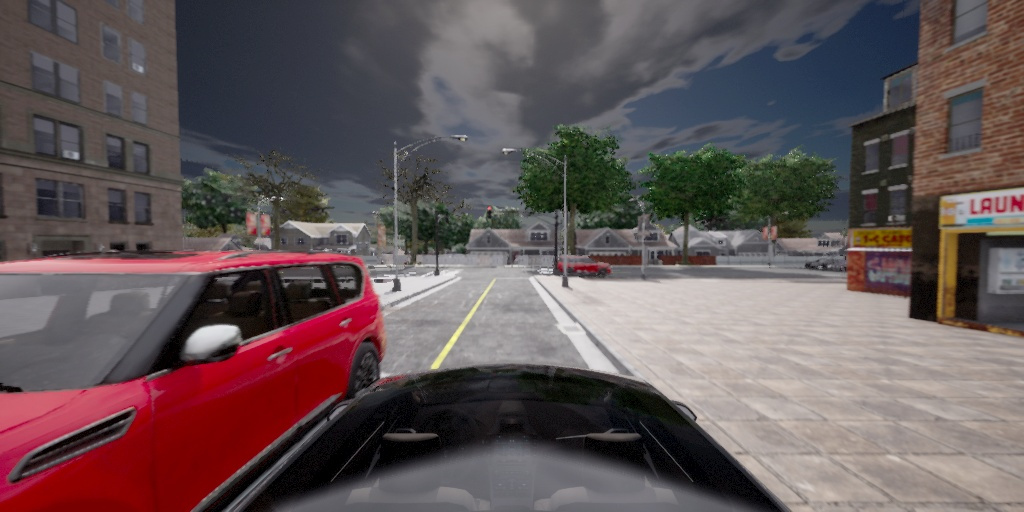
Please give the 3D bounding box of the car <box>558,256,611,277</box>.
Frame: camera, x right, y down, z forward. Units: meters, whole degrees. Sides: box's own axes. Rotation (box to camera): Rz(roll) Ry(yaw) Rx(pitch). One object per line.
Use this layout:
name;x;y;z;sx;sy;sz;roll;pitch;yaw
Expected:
car;7.307;1.041;36.828;5.566;2.045;2.150;1;2;0

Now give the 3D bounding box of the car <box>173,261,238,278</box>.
car;-31.405;1.352;36.825;5.008;1.535;1.882;1;2;0

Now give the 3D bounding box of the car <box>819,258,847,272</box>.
car;40.826;1.156;43.350;4.902;1.511;2.128;0;2;0

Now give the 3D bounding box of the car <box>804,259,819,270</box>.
car;40.810;1.055;46.599;4.892;1.490;1.837;1;2;0

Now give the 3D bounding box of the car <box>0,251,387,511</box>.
car;-2.851;0.966;2.919;2.150;2.045;5.566;0;0;0
